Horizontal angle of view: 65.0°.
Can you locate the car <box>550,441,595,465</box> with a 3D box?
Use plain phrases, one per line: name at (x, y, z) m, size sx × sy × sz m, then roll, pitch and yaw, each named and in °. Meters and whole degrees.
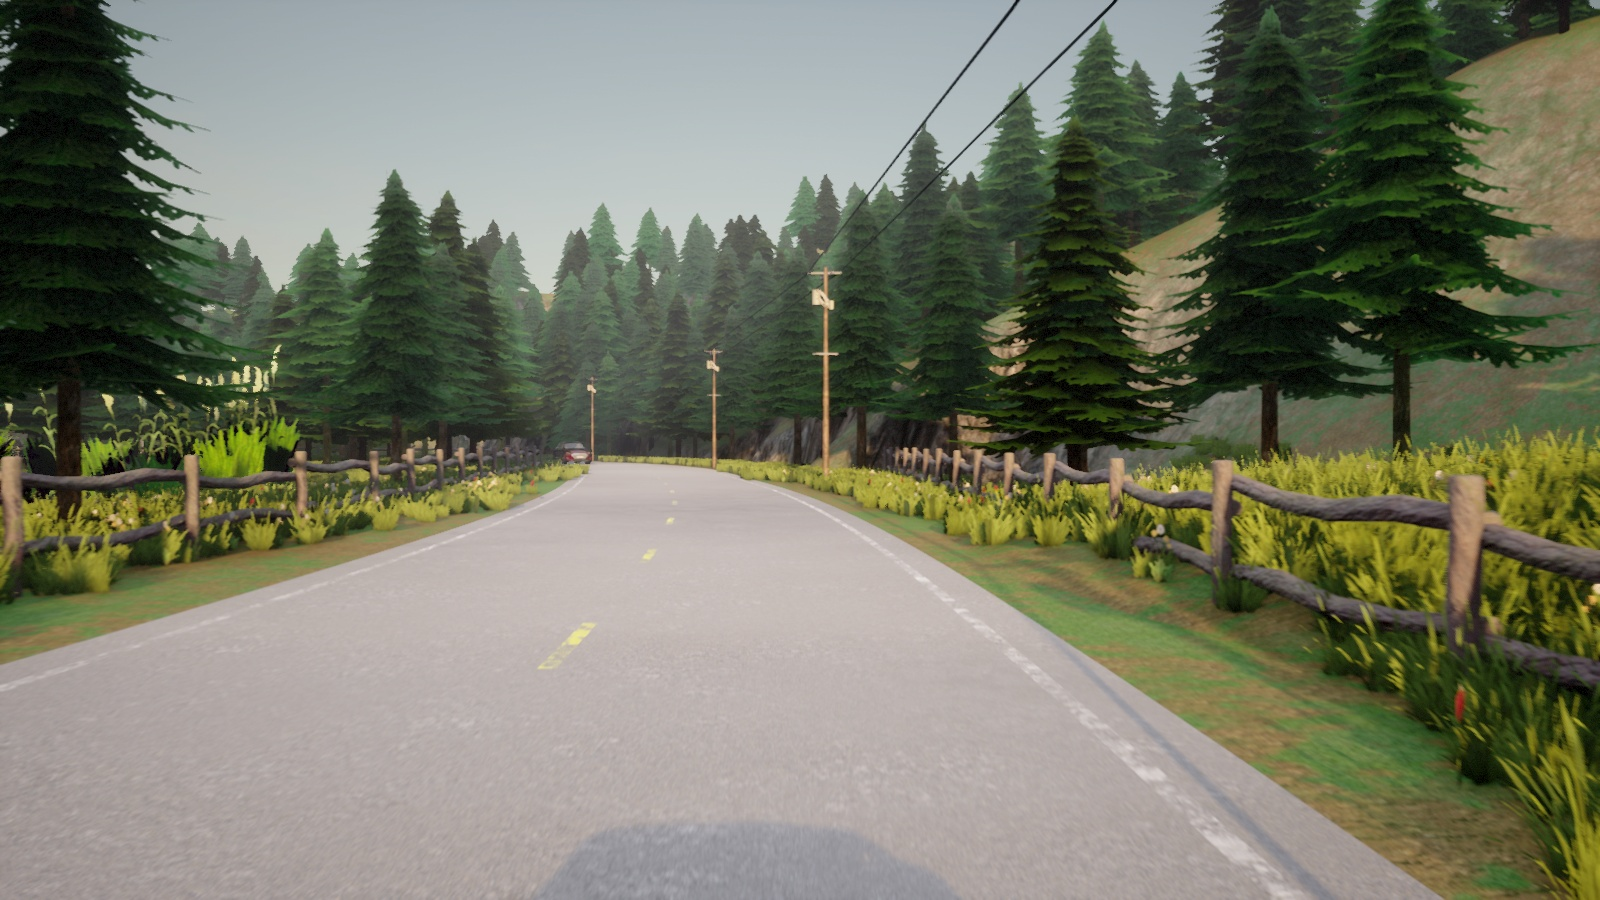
car at (-16.007, 0.167, 88.283) m, size 2.033 × 1.649 × 4.856 m, roll 0°, pitch 0°, yaw -24°
